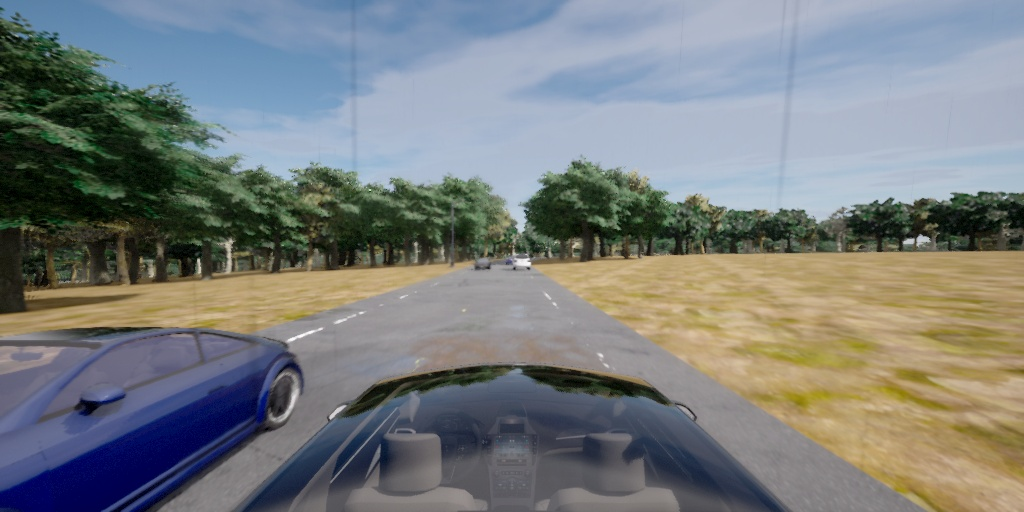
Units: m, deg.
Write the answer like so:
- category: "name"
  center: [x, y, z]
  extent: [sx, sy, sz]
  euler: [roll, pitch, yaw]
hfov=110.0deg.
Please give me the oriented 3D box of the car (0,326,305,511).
- category: "car"
  center: [-3.599, 1.314, 2.796]
  extent: [1.994, 1.385, 4.181]
  euler: [0, 0, 0]

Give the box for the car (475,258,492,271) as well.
- category: "car"
  center: [-3.579, 1.013, 45.062]
  extent: [1.882, 1.535, 5.008]
  euler: [0, 0, 0]

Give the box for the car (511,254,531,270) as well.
- category: "car"
  center: [1.224, 0.749, 46.198]
  extent: [2.150, 2.045, 5.566]
  euler: [0, 0, 0]

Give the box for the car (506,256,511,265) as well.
- category: "car"
  center: [0.066, 0.708, 64.751]
  extent: [2.097, 1.767, 4.553]
  euler: [0, 1, 2]
